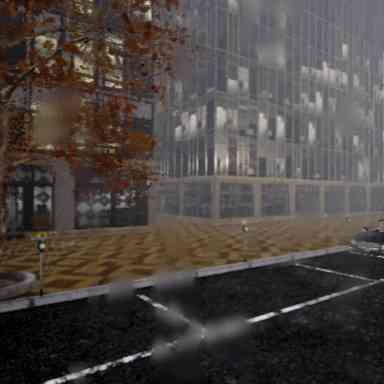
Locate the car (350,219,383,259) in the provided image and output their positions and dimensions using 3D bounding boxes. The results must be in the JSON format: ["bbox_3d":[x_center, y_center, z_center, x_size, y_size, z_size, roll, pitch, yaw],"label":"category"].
[{"bbox_3d":[7.337,1.605,11.791,4.403,1.369,2.008,0,0,-36],"label":"car"}]
